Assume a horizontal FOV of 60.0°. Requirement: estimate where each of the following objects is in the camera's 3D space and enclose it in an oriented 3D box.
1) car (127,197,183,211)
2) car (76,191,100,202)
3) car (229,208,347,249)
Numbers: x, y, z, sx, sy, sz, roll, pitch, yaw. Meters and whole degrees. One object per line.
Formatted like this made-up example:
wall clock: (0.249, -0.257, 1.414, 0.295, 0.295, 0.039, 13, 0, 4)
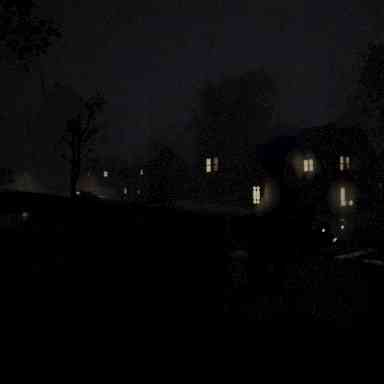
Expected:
car: (-2.703, 1.045, 22.816, 2.033, 1.411, 5.357, -1, 2, -36)
car: (-11.013, 0.619, 34.353, 2.128, 1.511, 4.902, -1, 2, -35)
car: (3.871, 1.394, 13.996, 1.895, 1.301, 4.718, -1, 2, -40)
